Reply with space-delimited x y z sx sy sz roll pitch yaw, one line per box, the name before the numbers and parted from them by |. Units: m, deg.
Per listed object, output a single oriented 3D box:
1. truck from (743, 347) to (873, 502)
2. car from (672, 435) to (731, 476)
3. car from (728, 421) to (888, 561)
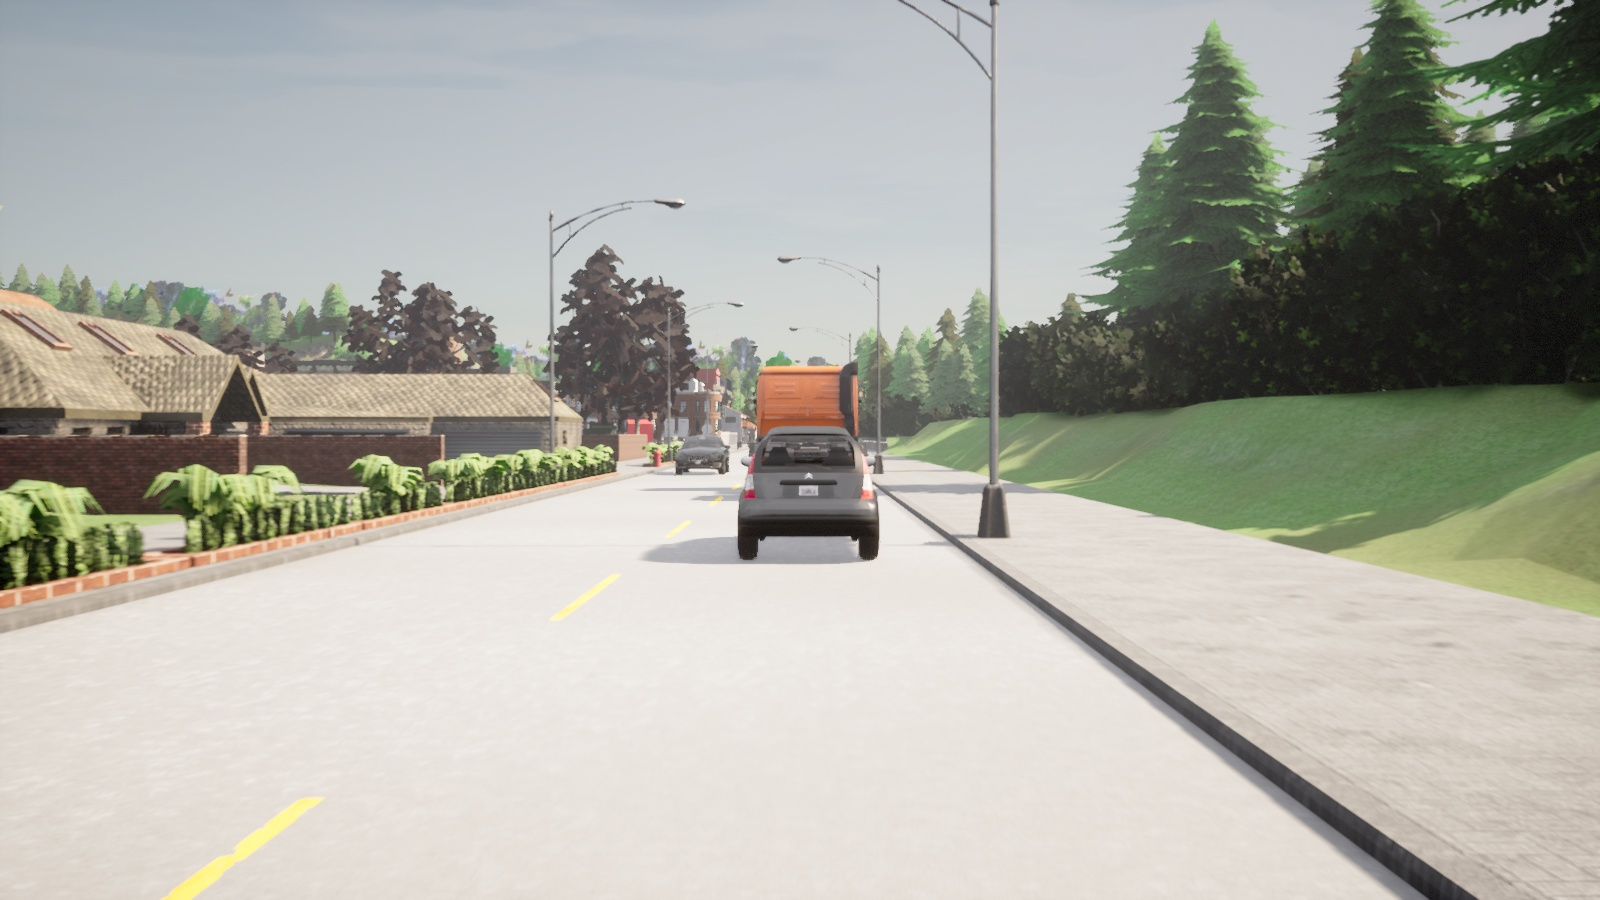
truck | 0.192 -0.614 31.985 2.891 3.462 7.936 0 1 0
car | -3.726 0.180 48.107 1.837 1.490 4.892 0 1 0
car | 0.106 0.449 16.501 1.851 1.617 3.988 0 1 0
